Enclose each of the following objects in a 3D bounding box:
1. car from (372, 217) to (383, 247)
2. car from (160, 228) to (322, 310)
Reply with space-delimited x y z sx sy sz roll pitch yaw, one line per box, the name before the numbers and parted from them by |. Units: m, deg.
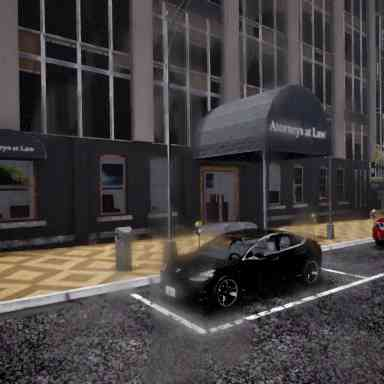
car | 9.597 1.310 13.994 5.009 1.841 2.192 0 -1 -37
car | 1.317 1.564 7.797 4.313 1.339 1.947 0 -1 -37
